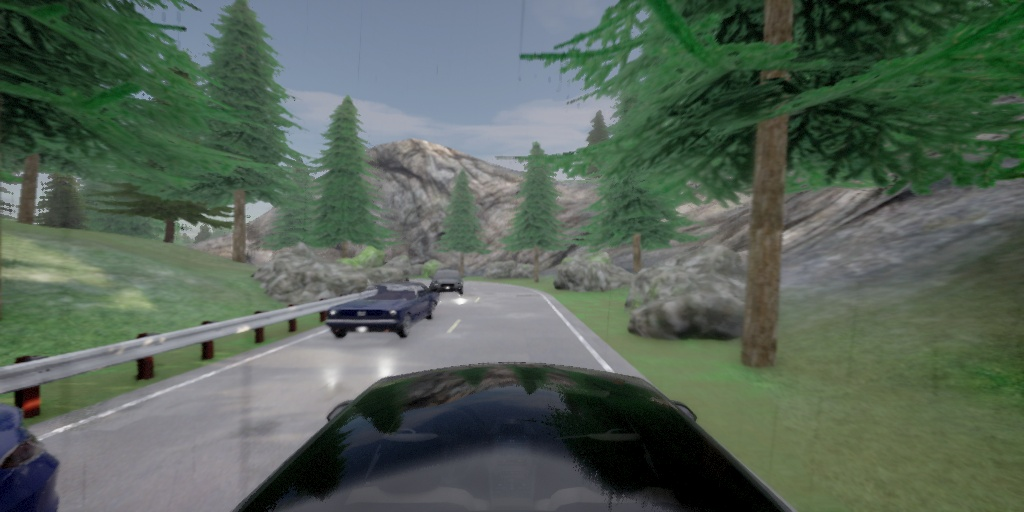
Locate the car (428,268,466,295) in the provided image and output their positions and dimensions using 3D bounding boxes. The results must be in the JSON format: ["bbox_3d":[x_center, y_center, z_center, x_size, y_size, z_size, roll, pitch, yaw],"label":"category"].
[{"bbox_3d":[-3.967,1.515,21.898,1.837,1.490,4.892,0,-1,-11],"label":"car"}]

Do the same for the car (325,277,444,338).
[{"bbox_3d":[-3.552,1.467,10.724,1.895,1.301,4.718,0,-1,0],"label":"car"}]

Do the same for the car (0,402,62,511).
[{"bbox_3d":[-3.579,1.255,0.155,1.812,1.442,4.674,0,-1,0],"label":"car"}]
